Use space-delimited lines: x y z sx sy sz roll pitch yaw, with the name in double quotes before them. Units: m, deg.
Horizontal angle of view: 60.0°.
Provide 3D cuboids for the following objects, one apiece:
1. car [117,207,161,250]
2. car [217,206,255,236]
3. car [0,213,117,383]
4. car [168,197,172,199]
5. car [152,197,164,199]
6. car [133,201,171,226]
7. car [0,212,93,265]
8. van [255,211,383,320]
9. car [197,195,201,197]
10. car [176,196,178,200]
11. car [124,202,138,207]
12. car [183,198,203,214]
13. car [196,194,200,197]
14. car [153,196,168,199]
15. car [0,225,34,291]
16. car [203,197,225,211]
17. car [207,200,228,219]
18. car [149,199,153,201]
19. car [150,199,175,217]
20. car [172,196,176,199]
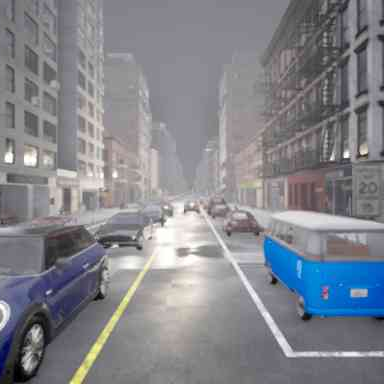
"car" -2.825 1.614 14.928 2.033 1.411 5.357 0 0 0
"car" 2.615 1.653 18.444 1.802 1.307 4.206 0 0 0
"car" -2.905 1.378 5.455 2.097 1.767 4.553 0 0 1
"car" -5.457 1.697 63.883 1.967 1.590 4.097 0 0 0
"car" -5.439 1.761 46.837 1.947 1.339 4.313 0 0 0
"car" -2.798 1.632 24.393 1.812 1.442 4.674 0 0 0
"car" -5.405 1.608 12.746 1.887 1.381 4.507 0 0 0
"van" 2.626 1.363 7.083 1.690 1.788 3.998 0 0 0
"car" 2.563 1.827 69.575 1.947 1.339 4.313 0 0 0
"car" -5.480 1.888 86.610 2.008 1.369 4.403 0 0 0
"car" -5.422 1.658 29.622 1.752 1.417 4.829 0 0 0
"car" -0.041 1.695 36.792 2.033 1.411 5.357 0 0 0
"car" 2.551 1.827 81.108 1.752 1.417 4.829 0 0 0
"car" -5.445 1.531 52.520 2.192 1.841 5.009 0 0 0
"car" -5.399 1.589 7.065 2.008 1.369 4.403 0 0 0
"car" 2.597 1.452 35.489 2.192 1.841 5.009 0 0 0
"car" 2.603 1.699 29.807 1.802 1.307 4.206 0 0 0
"car" -5.427 1.720 35.474 1.947 1.339 4.313 0 0 0
"car" -2.823 1.703 32.922 1.994 1.385 4.181 0 0 0
"car" -5.474 1.900 80.928 1.802 1.307 4.206 0 0 0
